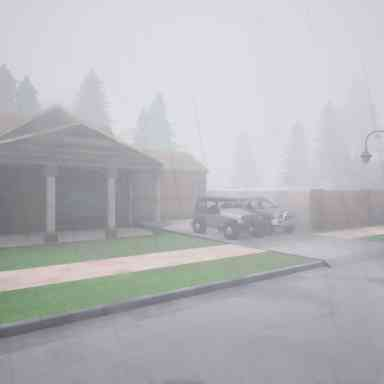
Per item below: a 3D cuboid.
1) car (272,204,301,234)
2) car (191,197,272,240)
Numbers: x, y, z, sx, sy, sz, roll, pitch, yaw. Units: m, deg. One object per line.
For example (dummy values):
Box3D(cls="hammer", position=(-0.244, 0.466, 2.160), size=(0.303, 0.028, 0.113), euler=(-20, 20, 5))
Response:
Box3D(cls="car", position=(3.415, 1.174, 17.749), size=(1.932, 1.855, 4.605), euler=(0, 0, -36))
Box3D(cls="car", position=(1.596, 1.176, 15.971), size=(1.905, 1.878, 3.866), euler=(0, 0, -36))
